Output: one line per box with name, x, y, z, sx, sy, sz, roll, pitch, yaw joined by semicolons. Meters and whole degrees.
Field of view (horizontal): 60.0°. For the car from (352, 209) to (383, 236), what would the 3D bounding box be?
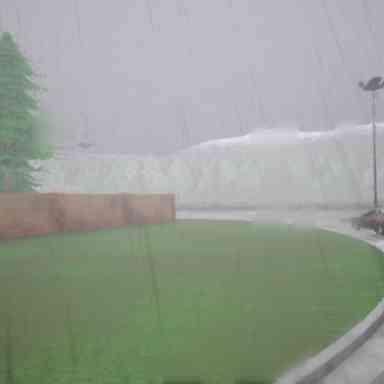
car;11.223;1.707;19.569;1.812;1.442;4.674;0;-1;1
